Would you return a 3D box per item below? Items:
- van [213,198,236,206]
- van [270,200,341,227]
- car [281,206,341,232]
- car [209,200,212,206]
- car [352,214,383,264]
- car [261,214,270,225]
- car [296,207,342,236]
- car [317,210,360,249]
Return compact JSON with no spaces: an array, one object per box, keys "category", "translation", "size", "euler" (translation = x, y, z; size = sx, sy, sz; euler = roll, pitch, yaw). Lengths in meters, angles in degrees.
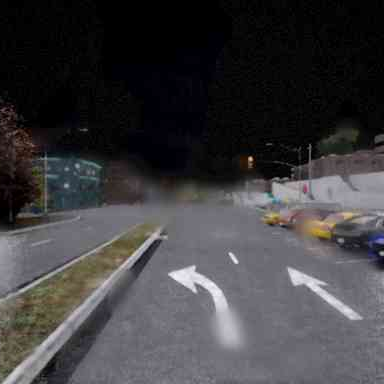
[{"category":"van","translation":[8.003,2.336,77.975],"size":[4.442,1.987,1.878],"euler":[2,-2,-20]},{"category":"van","translation":[7.975,1.570,22.712],"size":[4.442,1.987,1.878],"euler":[1,-1,-20]},{"category":"car","translation":[8.106,1.784,19.782],"size":[4.792,1.488,2.163],"euler":[1,-1,-20]},{"category":"car","translation":[7.941,2.901,86.872],"size":[5.366,1.575,1.946],"euler":[2,-2,-20]},{"category":"car","translation":[8.081,1.625,10.820],"size":[5.008,1.535,2.097],"euler":[1,-1,-20]},{"category":"car","translation":[7.910,1.836,25.667],"size":[5.366,1.575,1.946],"euler":[1,-1,-20]},{"category":"car","translation":[8.252,1.709,16.853],"size":[5.366,1.575,1.946],"euler":[1,-1,-20]},{"category":"car","translation":[8.070,1.668,13.805],"size":[4.892,1.521,2.231],"euler":[1,-1,-20]}]
